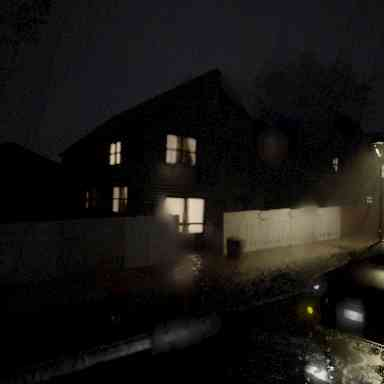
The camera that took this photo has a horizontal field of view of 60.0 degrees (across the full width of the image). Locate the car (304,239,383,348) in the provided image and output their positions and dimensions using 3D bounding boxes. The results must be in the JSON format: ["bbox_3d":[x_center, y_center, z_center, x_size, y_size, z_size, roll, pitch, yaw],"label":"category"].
[{"bbox_3d":[3.899,1.560,5.853,4.181,1.385,1.994,0,0,-35],"label":"car"}]
